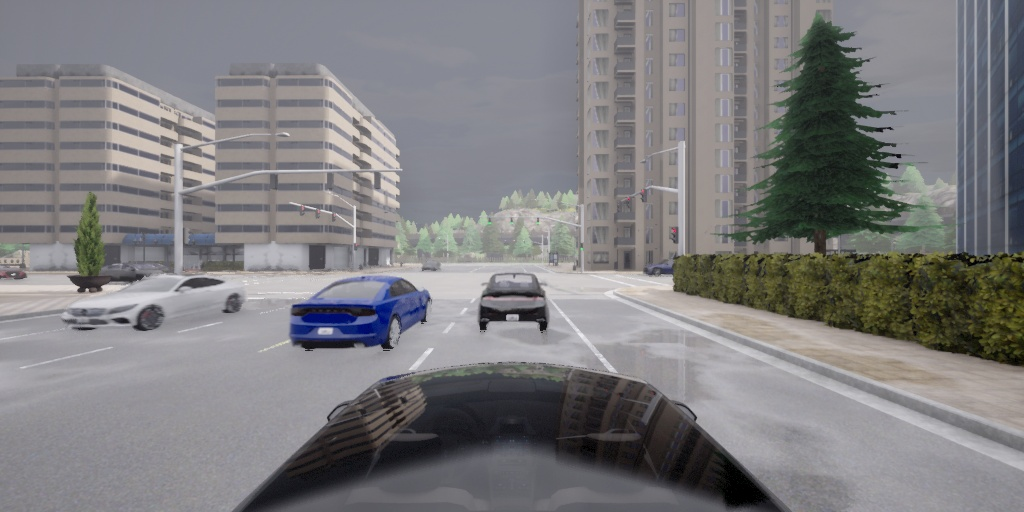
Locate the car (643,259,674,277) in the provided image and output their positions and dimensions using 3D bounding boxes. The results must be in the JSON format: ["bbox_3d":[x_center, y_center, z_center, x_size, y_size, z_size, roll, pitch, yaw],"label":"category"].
[{"bbox_3d":[15.491,1.112,35.663,4.553,1.767,2.097,0,0,1],"label":"car"}]

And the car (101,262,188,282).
[{"bbox_3d":[-29.501,1.248,28.907,4.902,1.511,2.128,0,0,1],"label":"car"}]

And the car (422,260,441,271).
[{"bbox_3d":[-10.497,1.334,46.866,1.837,1.490,4.892,0,1,0],"label":"car"}]

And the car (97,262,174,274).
[{"bbox_3d":[-26.620,1.247,25.375,4.902,1.511,2.128,0,0,1],"label":"car"}]

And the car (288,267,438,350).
[{"bbox_3d":[-3.439,1.229,9.122,1.882,1.535,5.008,0,0,0],"label":"car"}]

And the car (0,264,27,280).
[{"bbox_3d":[-42.313,1.319,29.039,4.181,1.385,1.994,0,0,1],"label":"car"}]

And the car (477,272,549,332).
[{"bbox_3d":[0.063,1.245,10.959,2.128,1.511,4.902,0,0,1],"label":"car"}]

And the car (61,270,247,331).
[{"bbox_3d":[-10.501,1.293,11.104,1.812,1.442,4.674,0,0,0],"label":"car"}]
